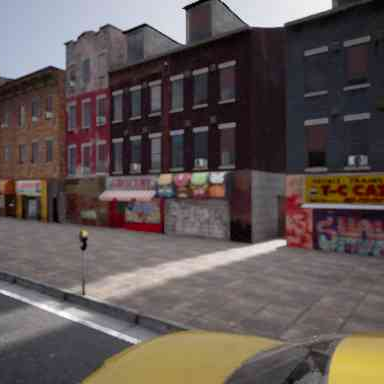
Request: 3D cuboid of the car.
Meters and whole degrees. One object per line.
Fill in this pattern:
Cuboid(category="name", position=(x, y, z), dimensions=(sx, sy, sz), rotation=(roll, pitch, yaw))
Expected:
Cuboid(category="car", position=(1.212, 1.524, 1.956), dimensions=(4.829, 1.417, 1.752), rotation=(1, 0, 35))
